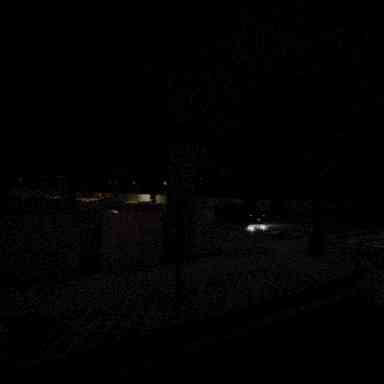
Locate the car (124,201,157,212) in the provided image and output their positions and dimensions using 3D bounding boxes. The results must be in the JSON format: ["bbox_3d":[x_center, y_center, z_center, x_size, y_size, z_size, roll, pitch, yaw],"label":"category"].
[{"bbox_3d":[-3.822,1.527,28.858,1.994,1.385,4.181,1,0,-38],"label":"car"}]

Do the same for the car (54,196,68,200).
[{"bbox_3d":[-18.189,1.253,47.400,2.033,1.411,5.357,1,0,-38],"label":"car"}]

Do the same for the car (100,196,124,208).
[{"bbox_3d":[-9.928,1.343,41.987,1.882,1.535,5.008,1,0,-38],"label":"car"}]

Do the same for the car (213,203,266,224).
[{"bbox_3d":[3.046,1.556,25.344,2.033,1.411,5.357,1,0,-38],"label":"car"}]
